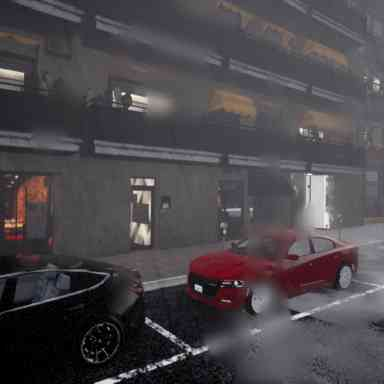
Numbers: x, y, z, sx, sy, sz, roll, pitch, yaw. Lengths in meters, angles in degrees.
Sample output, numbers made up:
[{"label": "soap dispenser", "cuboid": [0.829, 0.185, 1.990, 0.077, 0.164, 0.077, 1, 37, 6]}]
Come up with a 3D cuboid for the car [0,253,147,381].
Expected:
[{"label": "car", "cuboid": [-2.663, 1.566, 4.191, 4.313, 1.339, 1.947, 0, 1, -36]}]

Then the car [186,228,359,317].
[{"label": "car", "cuboid": [1.953, 1.546, 7.485, 4.507, 1.381, 1.887, 0, 1, -36]}]
